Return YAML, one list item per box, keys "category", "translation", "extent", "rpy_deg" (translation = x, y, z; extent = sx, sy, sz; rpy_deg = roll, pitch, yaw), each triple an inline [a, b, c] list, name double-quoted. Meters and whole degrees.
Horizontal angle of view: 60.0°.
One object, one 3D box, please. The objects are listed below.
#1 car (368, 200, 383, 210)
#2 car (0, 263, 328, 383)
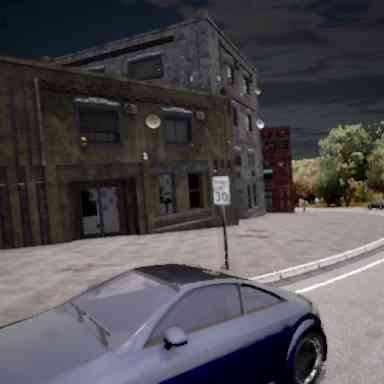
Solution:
- category: "car"
  translation: [28.656, 1.952, 50.589]
  extent: [2.128, 1.511, 4.902]
  rpy_deg: [-4, -2, -1]
- category: "car"
  translation: [-0.351, 1.579, 3.666]
  extent: [4.181, 1.385, 1.994]
  rpy_deg: [0, 0, -38]
